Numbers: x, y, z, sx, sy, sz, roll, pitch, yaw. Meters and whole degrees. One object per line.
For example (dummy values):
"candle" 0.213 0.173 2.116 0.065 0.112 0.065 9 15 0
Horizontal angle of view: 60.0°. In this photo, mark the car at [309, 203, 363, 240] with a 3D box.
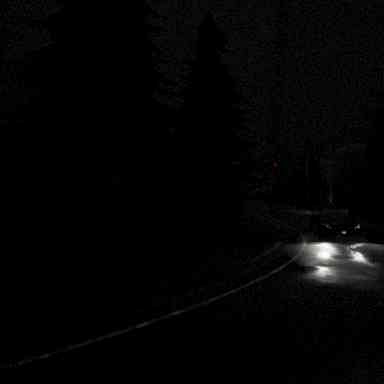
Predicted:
"car" 7.191 1.523 17.085 1.812 1.442 4.674 0 0 11
